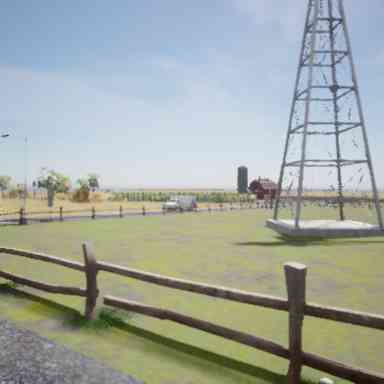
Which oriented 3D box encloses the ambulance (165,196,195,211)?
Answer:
[{"bbox_3d":[-2.059,1.897,54.867,2.351,2.431,6.366,1,-1,35],"label":"ambulance"}]
